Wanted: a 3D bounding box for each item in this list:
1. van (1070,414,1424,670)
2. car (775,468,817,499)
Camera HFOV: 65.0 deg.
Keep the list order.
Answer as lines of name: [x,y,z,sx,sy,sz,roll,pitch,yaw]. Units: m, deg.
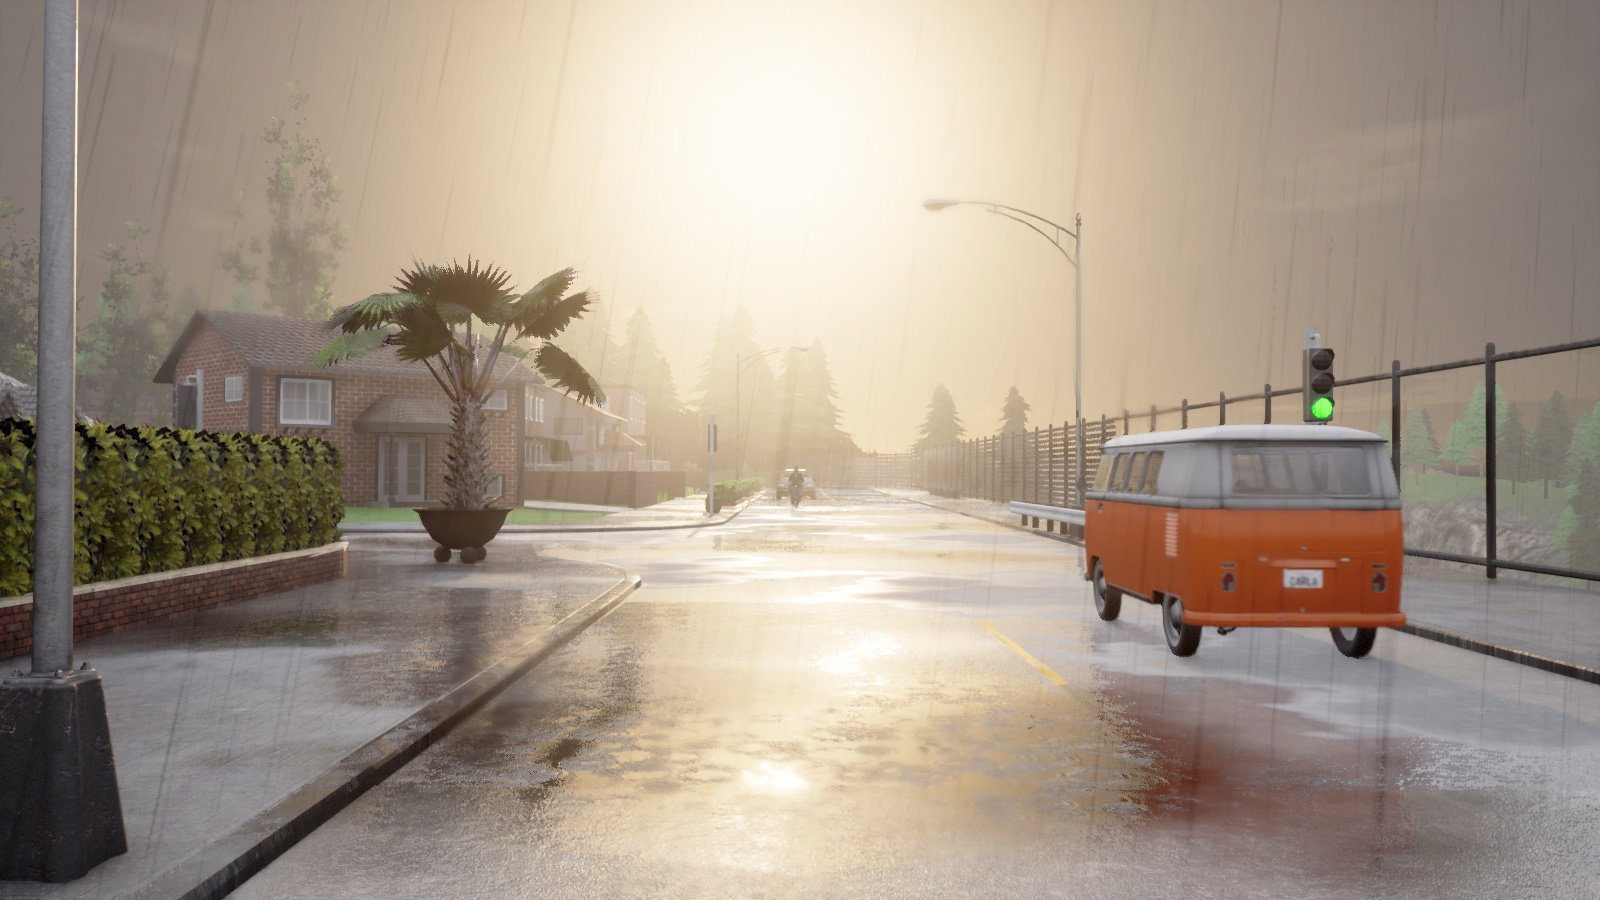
van: [3.967,0.753,12.031,1.775,1.987,4.442,0,-1,0]
car: [-0.206,1.828,69.728,2.242,1.667,4.611,0,-1,0]
